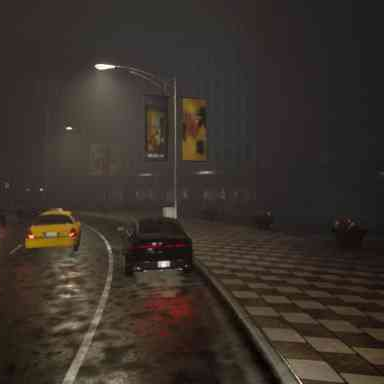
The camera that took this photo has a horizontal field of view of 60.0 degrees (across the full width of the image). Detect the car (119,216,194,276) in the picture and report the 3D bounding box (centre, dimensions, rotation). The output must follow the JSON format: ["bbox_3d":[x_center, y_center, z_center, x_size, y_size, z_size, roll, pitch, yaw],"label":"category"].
[{"bbox_3d":[-1.230,1.503,10.445,1.837,1.490,4.892,0,0,-13],"label":"car"}]

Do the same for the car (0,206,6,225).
[{"bbox_3d":[-14.060,1.512,23.076,1.812,1.442,4.674,0,0,-34],"label":"car"}]

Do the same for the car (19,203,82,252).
[{"bbox_3d":[-5.637,1.451,13.908,1.801,1.575,5.366,0,0,-18],"label":"car"}]

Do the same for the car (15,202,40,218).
[{"bbox_3d":[-13.291,1.552,27.747,1.994,1.385,4.181,0,0,-39],"label":"car"}]
